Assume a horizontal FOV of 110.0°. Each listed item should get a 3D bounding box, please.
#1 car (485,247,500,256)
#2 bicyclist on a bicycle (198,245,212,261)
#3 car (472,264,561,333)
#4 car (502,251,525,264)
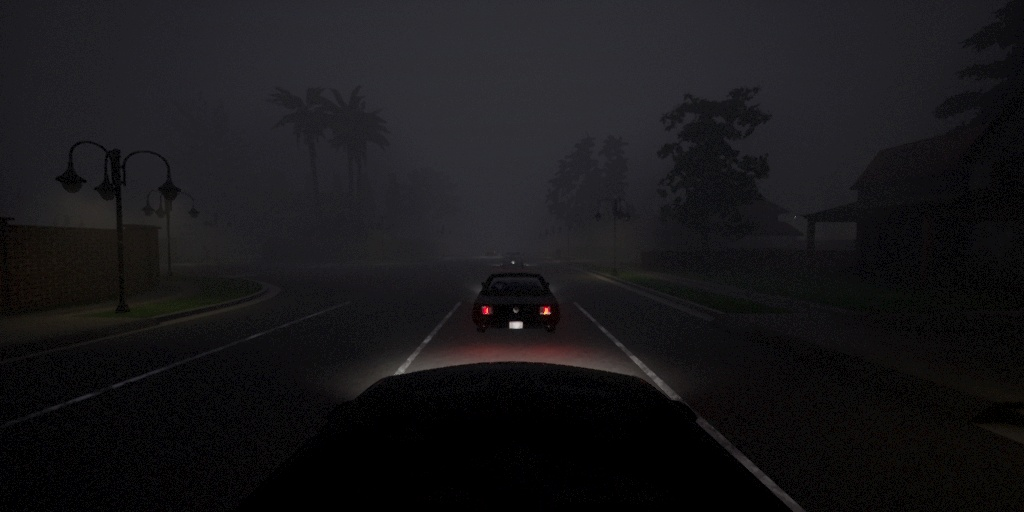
[{"bbox_3d":[-3.531,-0.743,60.552,1.882,1.535,5.008,0,2,1],"label":"car"},{"bbox_3d":[-30.590,-0.306,35.748,0.582,1.620,1.656,0,2,0],"label":"bicyclist on a bicycle"},{"bbox_3d":[0.093,1.084,9.678,1.895,1.301,4.718,0,2,0],"label":"car"},{"bbox_3d":[0.095,0.246,31.616,1.812,1.442,4.674,0,2,0],"label":"car"}]
